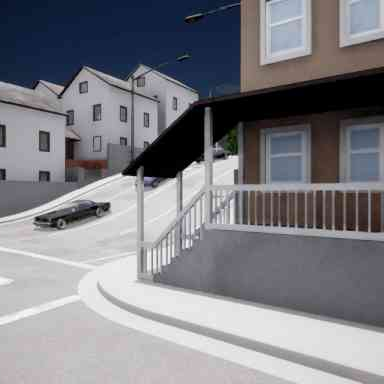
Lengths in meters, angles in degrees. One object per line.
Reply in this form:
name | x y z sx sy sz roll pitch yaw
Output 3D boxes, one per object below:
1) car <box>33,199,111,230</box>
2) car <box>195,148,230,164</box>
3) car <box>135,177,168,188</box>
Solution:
car | -7.528 1.290 21.125 1.895 1.301 4.718 0 11 34
car | 2.170 -3.893 35.296 1.895 1.301 4.718 0 12 36
car | -2.898 -1.522 27.921 1.812 1.442 4.674 -1 19 33
